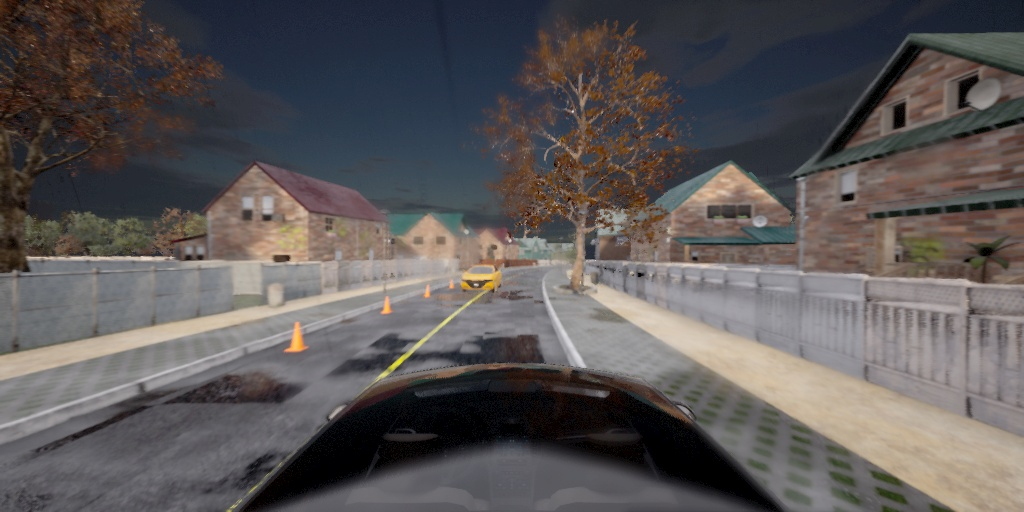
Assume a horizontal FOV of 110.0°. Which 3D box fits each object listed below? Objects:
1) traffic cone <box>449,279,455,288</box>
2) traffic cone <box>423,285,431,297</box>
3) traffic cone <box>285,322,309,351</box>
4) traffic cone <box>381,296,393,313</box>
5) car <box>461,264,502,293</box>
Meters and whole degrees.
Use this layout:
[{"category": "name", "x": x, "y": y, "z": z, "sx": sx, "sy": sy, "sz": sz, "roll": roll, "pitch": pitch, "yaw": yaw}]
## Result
[{"category": "traffic cone", "x": -3.823, "y": 1.726, "z": 22.790, "sx": 0.340, "sy": 0.580, "sz": 0.340, "roll": 0, "pitch": 0, "yaw": 5}, {"category": "traffic cone", "x": -4.174, "y": 1.712, "z": 17.753, "sx": 0.340, "sy": 0.580, "sz": 0.340, "roll": 0, "pitch": 0, "yaw": 3}, {"category": "traffic cone", "x": -4.587, "y": 1.699, "z": 7.663, "sx": 0.340, "sy": 0.580, "sz": 0.340, "roll": 0, "pitch": 0, "yaw": 1}, {"category": "traffic cone", "x": -4.429, "y": 1.703, "z": 12.709, "sx": 0.340, "sy": 0.580, "sz": 0.340, "roll": 0, "pitch": 0, "yaw": 2}, {"category": "car", "x": -1.708, "y": 1.251, "z": 21.419, "sx": 1.882, "sy": 1.535, "sz": 5.008, "roll": 0, "pitch": 0, "yaw": 4}]
